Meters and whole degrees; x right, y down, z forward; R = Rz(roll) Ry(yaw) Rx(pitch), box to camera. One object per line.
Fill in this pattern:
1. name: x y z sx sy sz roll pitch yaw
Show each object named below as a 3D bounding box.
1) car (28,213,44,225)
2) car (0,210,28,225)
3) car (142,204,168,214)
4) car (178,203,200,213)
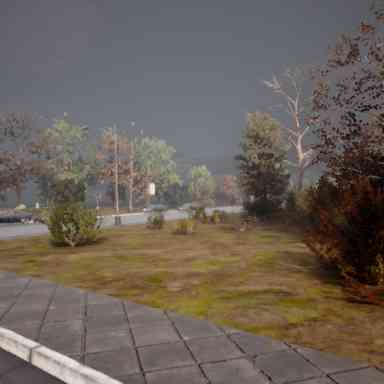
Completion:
1. car: -12.906 2.406 33.095 2.033 1.411 5.357 -3 -2 33
2. car: -17.880 2.499 31.876 2.128 1.511 4.902 -3 -2 33
3. car: -5.701 2.599 51.017 2.128 1.511 4.902 -3 -2 32
4. car: -0.380 2.475 52.859 2.128 1.511 4.902 -3 -2 33
